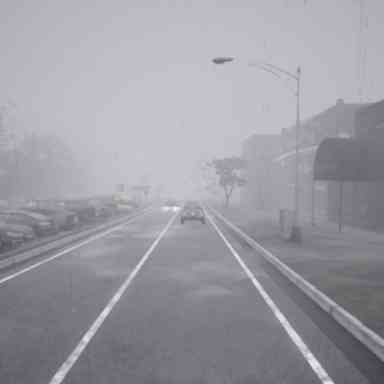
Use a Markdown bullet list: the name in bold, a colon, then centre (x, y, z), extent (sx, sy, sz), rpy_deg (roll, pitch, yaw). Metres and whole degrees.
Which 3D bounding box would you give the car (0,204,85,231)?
- **car**: centre (-9.015, 1.629, 19.089), extent (4.792, 1.488, 2.163), rpy_deg (0, 0, 0)

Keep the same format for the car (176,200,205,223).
- **car**: centre (0.064, 1.646, 26.197), extent (2.033, 1.411, 5.357), rpy_deg (0, 0, 0)

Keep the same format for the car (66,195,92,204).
- **car**: centre (-22.225, 1.457, 65.564), extent (4.553, 1.767, 2.185), rpy_deg (0, 0, 0)

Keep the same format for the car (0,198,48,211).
- **car**: centre (-21.946, 1.592, 43.360), extent (5.366, 1.575, 1.946), rpy_deg (0, 0, 0)

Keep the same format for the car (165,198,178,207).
- **car**: centre (-3.386, 1.699, 54.498), extent (1.895, 1.301, 4.718), rpy_deg (0, 0, 0)

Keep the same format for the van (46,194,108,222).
- **van**: centre (-8.884, 1.380, 24.694), extent (4.442, 1.987, 1.878), rpy_deg (0, 0, 0)

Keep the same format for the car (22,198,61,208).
- **car**: centre (-22.118, 1.621, 48.911), extent (4.792, 1.488, 2.163), rpy_deg (0, 0, 0)

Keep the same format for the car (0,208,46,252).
- **car**: centre (-8.976, 1.578, 13.478), extent (4.892, 1.521, 2.231), rpy_deg (0, 0, 0)

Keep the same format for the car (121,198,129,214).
- **car**: centre (-9.027, 1.641, 33.108), extent (4.674, 1.452, 2.002), rpy_deg (0, 0, 0)

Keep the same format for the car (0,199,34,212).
- **car**: centre (-22.153, 1.627, 40.584), extent (4.792, 1.488, 2.163), rpy_deg (0, 0, 0)

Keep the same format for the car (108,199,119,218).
- **car**: centre (-9.003, 1.605, 27.501), extent (5.008, 1.535, 2.097), rpy_deg (0, 0, 0)

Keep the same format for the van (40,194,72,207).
- **van**: centre (-22.279, 1.362, 54.461), extent (4.442, 1.987, 1.878), rpy_deg (0, 0, 0)

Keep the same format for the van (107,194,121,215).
- **van**: centre (-9.133, 1.377, 30.304), extent (4.442, 1.987, 1.878), rpy_deg (0, 0, 0)

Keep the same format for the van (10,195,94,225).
- **van**: centre (-9.110, 1.377, 21.892), extent (4.442, 1.987, 1.878), rpy_deg (0, 0, 0)

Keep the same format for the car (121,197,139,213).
- **car**: centre (-8.846, 1.596, 35.911), extent (5.366, 1.575, 1.946), rpy_deg (0, 0, 0)

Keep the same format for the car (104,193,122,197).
- **car**: centre (-9.011, 1.346, 38.714), extent (5.566, 2.045, 2.435), rpy_deg (0, 0, 0)

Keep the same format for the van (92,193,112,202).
- **van**: centre (-22.122, 1.356, 82.215), extent (4.442, 1.987, 1.878), rpy_deg (0, 0, 0)

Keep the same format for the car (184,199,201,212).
- **car**: centre (0.041, 1.673, 41.793), extent (1.994, 1.385, 4.181), rpy_deg (0, 0, 0)

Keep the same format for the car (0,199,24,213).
- **car**: centre (-22.123, 1.600, 37.809), extent (4.892, 1.521, 2.231), rpy_deg (0, 0, 0)

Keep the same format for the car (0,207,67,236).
- **car**: centre (-8.975, 1.630, 16.281), extent (4.674, 1.452, 2.002), rpy_deg (0, 0, 0)

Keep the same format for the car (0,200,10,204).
- **car**: centre (-22.114, 1.601, 35.033), extent (5.008, 1.535, 2.097), rpy_deg (0, 0, 0)
